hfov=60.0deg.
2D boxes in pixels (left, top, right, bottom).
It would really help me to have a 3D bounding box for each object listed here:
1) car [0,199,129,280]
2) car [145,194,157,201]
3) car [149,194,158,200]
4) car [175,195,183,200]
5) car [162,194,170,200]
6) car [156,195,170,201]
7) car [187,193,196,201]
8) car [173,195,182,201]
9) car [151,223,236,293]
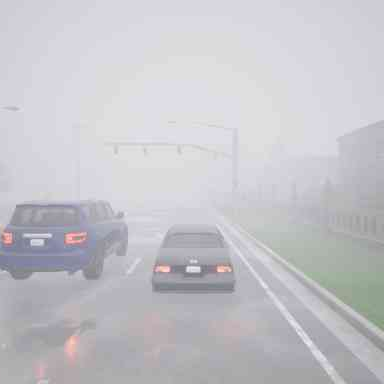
[{"bbox_3d":[-3.450,1.221,10.120,2.150,2.045,5.566,0,0,0],"label":"car"},{"bbox_3d":[-10.634,1.517,82.980,1.812,1.442,4.674,0,0,0],"label":"car"},{"bbox_3d":[-10.650,1.310,92.983,1.882,1.535,5.008,0,0,0],"label":"car"},{"bbox_3d":[-3.650,1.428,93.025,1.895,1.301,4.718,0,0,0],"label":"car"},{"bbox_3d":[-7.150,1.385,92.989,1.994,1.385,4.181,0,0,0],"label":"car"},{"bbox_3d":[-7.134,1.588,83.016,1.895,1.301,4.718,0,0,0],"label":"car"},{"bbox_3d":[-0.133,1.217,82.611,2.150,2.045,5.566,0,0,0],"label":"car"},{"bbox_3d":[-3.633,1.469,82.575,1.882,1.535,5.008,0,0,0],"label":"car"},{"bbox_3d":[0.043,1.547,8.964,2.033,1.411,5.357,0,0,0],"label":"car"}]
